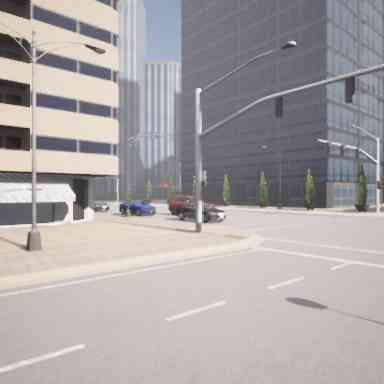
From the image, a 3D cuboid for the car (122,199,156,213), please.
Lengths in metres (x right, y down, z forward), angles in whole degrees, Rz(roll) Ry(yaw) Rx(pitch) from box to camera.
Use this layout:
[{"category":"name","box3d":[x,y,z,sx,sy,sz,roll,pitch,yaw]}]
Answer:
[{"category":"car","box3d":[-6.558,1.674,40.613,1.837,1.490,4.892,0,0,-41]}]

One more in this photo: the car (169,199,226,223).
[{"category":"car","box3d":[0.650,1.616,26.964,2.128,1.511,4.902,0,0,-41]}]

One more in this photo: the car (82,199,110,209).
[{"category":"car","box3d":[-14.452,1.751,49.747,2.033,1.411,5.357,0,0,-41]}]

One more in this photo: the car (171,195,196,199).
[{"category":"car","box3d":[-0.069,1.363,33.125,2.150,2.045,5.566,0,0,-41]}]

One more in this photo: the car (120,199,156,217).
[{"category":"car","box3d":[-5.578,1.630,34.141,1.882,1.535,5.008,0,0,-41]}]

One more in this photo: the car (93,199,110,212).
[{"category":"car","box3d":[-12.020,1.671,41.573,2.128,1.511,4.902,0,0,-41]}]
